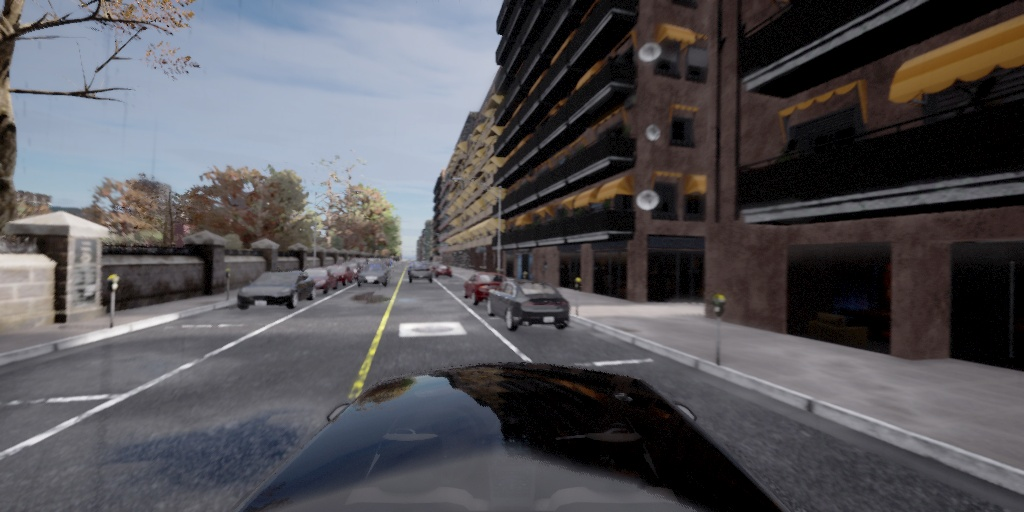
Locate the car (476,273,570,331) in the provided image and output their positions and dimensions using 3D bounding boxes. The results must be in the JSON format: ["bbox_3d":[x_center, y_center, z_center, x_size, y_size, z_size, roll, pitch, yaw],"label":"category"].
[{"bbox_3d":[0.343,1.410,11.324,2.007,1.370,4.403,0,0,-16],"label":"car"}]

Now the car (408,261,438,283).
[{"bbox_3d":[-7.623,1.398,29.879,2.128,1.511,4.902,1,-1,-16],"label":"car"}]

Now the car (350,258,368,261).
[{"bbox_3d":[-13.871,1.234,30.695,1.967,1.591,4.097,0,0,-16],"label":"car"}]

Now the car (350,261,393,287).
[{"bbox_3d":[-9.479,1.303,24.850,2.128,1.511,4.902,1,-1,-16],"label":"car"}]

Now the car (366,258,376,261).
[{"bbox_3d":[-15.411,1.145,36.110,2.192,1.841,5.009,0,0,-16],"label":"car"}]

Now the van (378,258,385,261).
[{"bbox_3d":[-20.030,1.278,52.358,1.690,1.789,3.998,0,0,-16],"label":"van"}]

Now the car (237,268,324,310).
[{"bbox_3d":[-9.255,1.269,14.452,1.948,1.339,4.313,0,0,-16],"label":"car"}]

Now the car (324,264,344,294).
[{"bbox_3d":[-10.795,1.313,19.867,1.802,1.307,4.207,0,0,-16],"label":"car"}]

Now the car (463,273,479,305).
[{"bbox_3d":[-1.196,1.432,16.740,1.888,1.381,4.507,0,0,-16],"label":"car"}]

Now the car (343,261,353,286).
[{"bbox_3d":[-12.333,1.305,25.281,1.888,1.381,4.507,0,0,-16],"label":"car"}]

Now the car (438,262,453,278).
[{"bbox_3d":[-7.352,1.596,38.400,1.802,1.307,4.207,0,0,-16],"label":"car"}]
